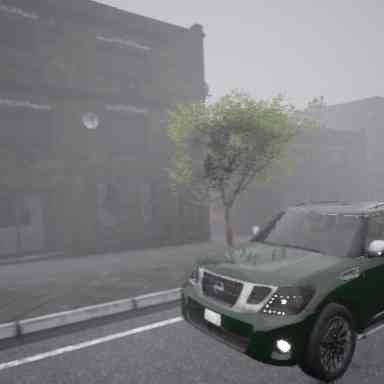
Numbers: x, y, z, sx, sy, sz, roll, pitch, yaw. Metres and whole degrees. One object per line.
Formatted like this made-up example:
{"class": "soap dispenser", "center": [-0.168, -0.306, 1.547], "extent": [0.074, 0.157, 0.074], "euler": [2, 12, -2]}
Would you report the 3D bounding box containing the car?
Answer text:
{"class": "car", "center": [2.506, 1.206, 5.779], "extent": [5.566, 2.045, 2.150], "euler": [0, 0, -35]}
